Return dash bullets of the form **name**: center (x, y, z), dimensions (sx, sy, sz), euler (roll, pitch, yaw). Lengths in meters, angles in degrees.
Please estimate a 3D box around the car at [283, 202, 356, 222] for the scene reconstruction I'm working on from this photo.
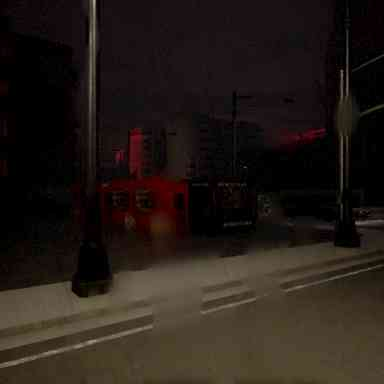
- **car**: center (10.173, 1.656, 27.439), dimensions (2.033, 1.411, 5.357), euler (0, -1, -38)

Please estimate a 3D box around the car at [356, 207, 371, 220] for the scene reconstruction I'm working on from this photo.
- **car**: center (13.202, 1.635, 29.257), dimensions (1.812, 1.442, 4.674), euler (0, 0, -36)
